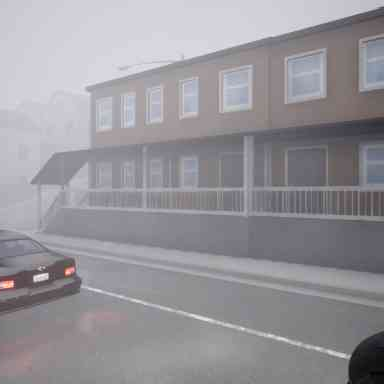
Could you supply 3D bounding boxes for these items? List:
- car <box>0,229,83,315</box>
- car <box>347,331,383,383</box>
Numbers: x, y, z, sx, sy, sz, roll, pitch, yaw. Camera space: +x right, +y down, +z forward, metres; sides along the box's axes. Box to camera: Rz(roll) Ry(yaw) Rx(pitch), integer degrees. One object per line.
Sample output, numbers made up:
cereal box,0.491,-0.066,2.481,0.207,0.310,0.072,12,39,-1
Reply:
car,-4.687,1.547,7.306,5.357,1.411,2.033,0,0,36
car,3.438,1.478,1.536,5.008,1.535,1.882,0,0,35
